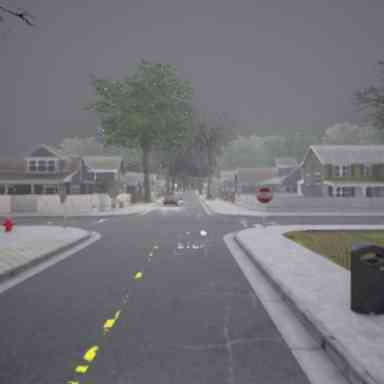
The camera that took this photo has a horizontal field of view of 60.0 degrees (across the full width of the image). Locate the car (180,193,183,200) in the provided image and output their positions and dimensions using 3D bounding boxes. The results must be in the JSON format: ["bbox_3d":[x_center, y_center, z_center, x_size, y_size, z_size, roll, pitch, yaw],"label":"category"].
[{"bbox_3d":[-2.750,0.885,64.551,2.128,1.511,4.902,0,1,0],"label":"car"}]

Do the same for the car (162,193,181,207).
[{"bbox_3d":[-2.750,1.190,43.036,1.895,1.301,4.718,0,1,0],"label":"car"}]
